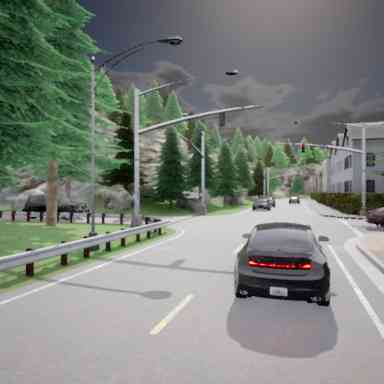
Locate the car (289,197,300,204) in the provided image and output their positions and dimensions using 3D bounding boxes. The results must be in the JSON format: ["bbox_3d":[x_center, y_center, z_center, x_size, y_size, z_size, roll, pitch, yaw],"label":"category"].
[{"bbox_3d":[19.234,1.548,62.531,1.994,1.385,4.181,0,0,17],"label":"car"}]

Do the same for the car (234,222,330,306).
[{"bbox_3d":[2.237,1.503,8.165,1.837,1.490,4.892,0,0,17],"label":"car"}]

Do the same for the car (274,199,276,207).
[{"bbox_3d":[11.641,1.551,50.614,1.994,1.385,4.181,0,0,17],"label":"car"}]

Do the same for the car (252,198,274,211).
[{"bbox_3d":[8.644,1.553,41.073,1.994,1.385,4.181,0,0,17],"label":"car"}]

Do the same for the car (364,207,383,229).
[{"bbox_3d":[13.119,1.535,20.249,4.674,1.442,1.812,0,0,17],"label":"car"}]

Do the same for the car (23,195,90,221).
[{"bbox_3d":[-11.285,1.233,27.691,5.566,2.045,2.150,0,0,17],"label":"car"}]
